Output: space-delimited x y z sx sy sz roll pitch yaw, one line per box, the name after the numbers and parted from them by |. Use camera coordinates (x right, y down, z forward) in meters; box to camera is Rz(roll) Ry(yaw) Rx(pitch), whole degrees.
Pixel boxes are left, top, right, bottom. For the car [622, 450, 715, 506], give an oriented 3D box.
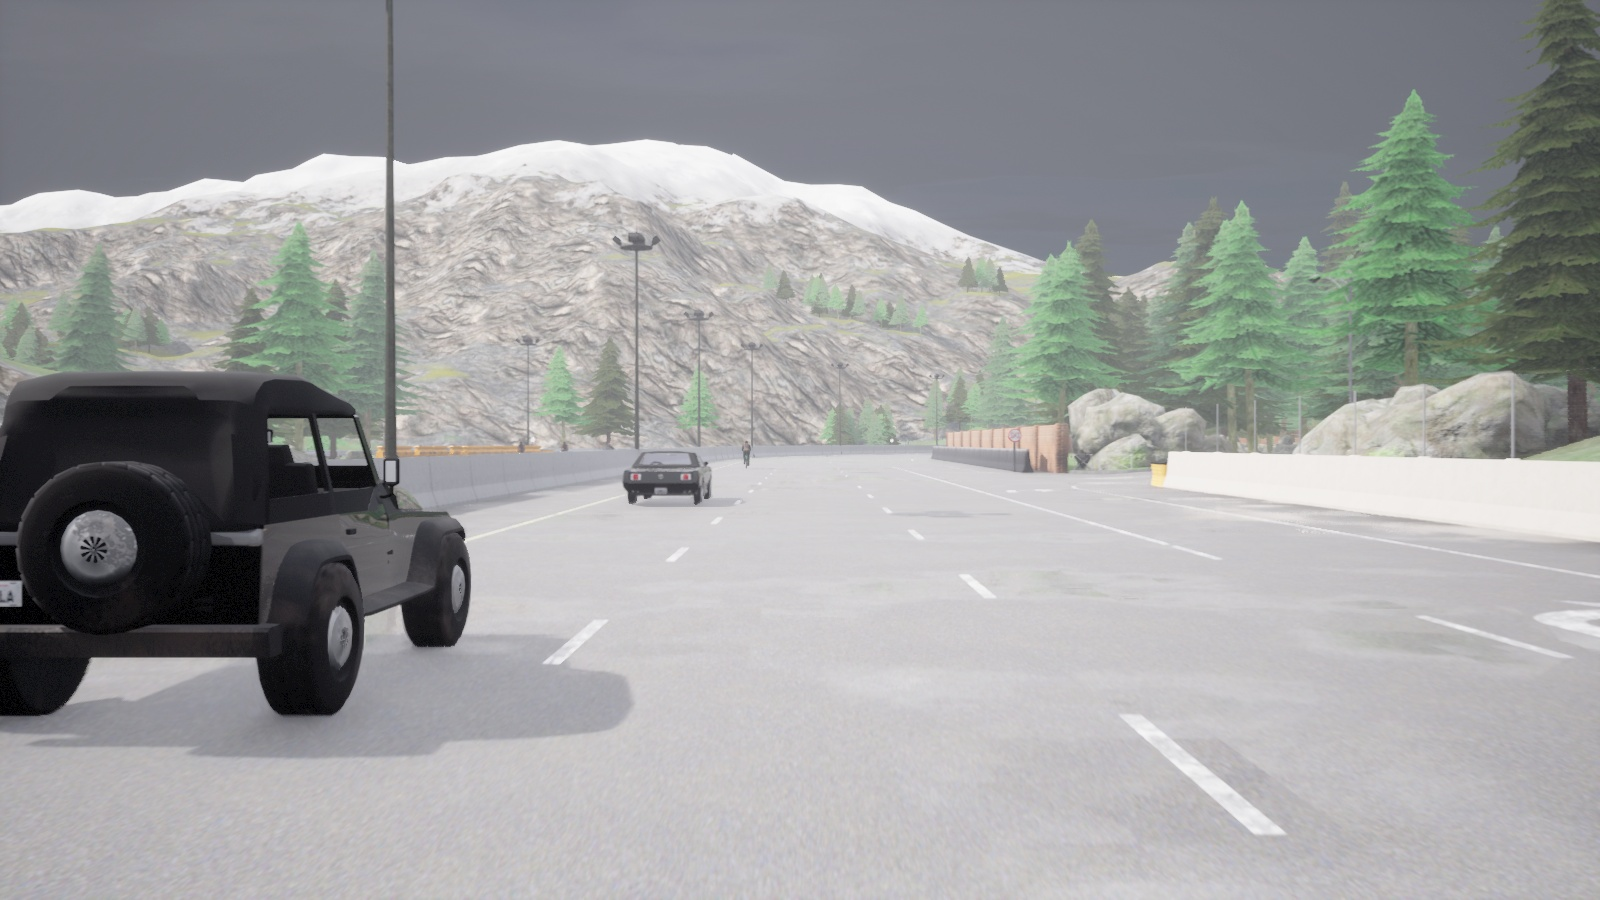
-3.301 0.662 32.343 1.895 1.301 4.718 0 0 0 | car

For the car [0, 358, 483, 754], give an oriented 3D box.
-3.440 0.495 7.892 1.905 1.878 3.866 0 0 0 | car
